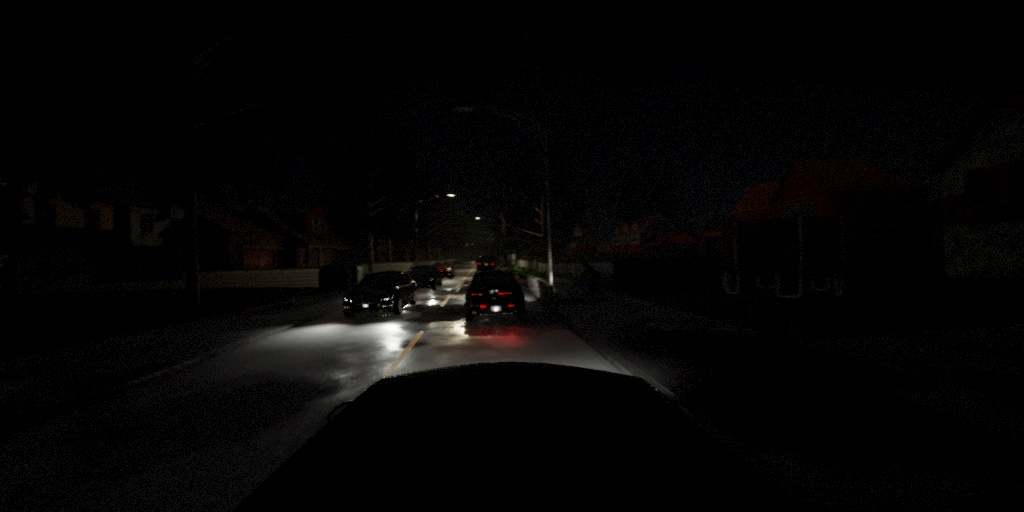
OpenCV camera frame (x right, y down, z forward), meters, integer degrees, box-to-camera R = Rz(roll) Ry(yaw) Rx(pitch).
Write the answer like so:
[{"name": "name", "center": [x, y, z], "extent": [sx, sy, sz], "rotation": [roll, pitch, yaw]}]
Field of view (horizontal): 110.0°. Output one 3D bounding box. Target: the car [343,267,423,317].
[{"name": "car", "center": [-4.973, 1.374, 14.098], "extent": [1.837, 1.490, 4.892], "rotation": [-2, 0, -5]}]

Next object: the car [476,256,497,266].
[{"name": "car", "center": [-2.933, 1.015, 41.095], "extent": [2.150, 2.045, 5.566], "rotation": [-1, 0, -4]}]

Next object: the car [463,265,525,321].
[{"name": "car", "center": [-0.652, 1.262, 12.690], "extent": [1.837, 1.490, 4.892], "rotation": [-1, 0, -5]}]

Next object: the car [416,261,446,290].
[{"name": "car", "center": [-5.726, 1.358, 23.572], "extent": [1.882, 1.535, 5.008], "rotation": [-2, 0, -5]}]

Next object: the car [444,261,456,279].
[{"name": "car", "center": [-6.532, 1.245, 33.845], "extent": [2.097, 1.767, 4.553], "rotation": [-2, 0, -4]}]

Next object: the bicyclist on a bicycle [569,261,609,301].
[{"name": "bicyclist on a bicycle", "center": [3.065, 1.007, 14.348], "extent": [1.656, 1.620, 0.582], "rotation": [-1, 0, -5]}]
